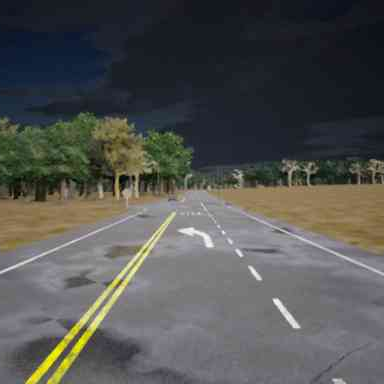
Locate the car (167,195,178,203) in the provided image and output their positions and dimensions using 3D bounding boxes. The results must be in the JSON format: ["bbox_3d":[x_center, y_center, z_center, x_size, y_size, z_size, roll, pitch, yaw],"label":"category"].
[{"bbox_3d":[-3.592,1.193,62.331,2.033,1.411,5.357,0,1,0],"label":"car"}]
